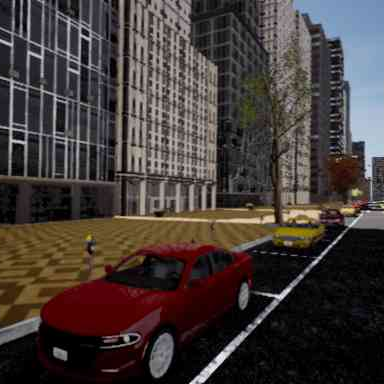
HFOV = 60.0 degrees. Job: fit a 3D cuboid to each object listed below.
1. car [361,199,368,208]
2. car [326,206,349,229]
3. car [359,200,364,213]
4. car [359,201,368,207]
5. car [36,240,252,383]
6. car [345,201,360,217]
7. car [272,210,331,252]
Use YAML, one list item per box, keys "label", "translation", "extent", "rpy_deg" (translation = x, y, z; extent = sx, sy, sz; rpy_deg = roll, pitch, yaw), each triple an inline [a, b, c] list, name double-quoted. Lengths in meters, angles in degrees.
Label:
- label: "car"
  translation: [39.740, 2.664, 77.388]
  extent: [2.192, 1.841, 5.009]
  rpy_deg: [1, -1, 29]
- label: "car"
  translation: [10.435, 1.964, 24.976]
  extent: [1.802, 1.307, 4.206]
  rpy_deg: [1, -1, 29]
- label: "car"
  translation: [23.934, 2.361, 49.119]
  extent: [1.887, 1.381, 4.507]
  rpy_deg: [1, -1, 29]
- label: "car"
  translation: [42.431, 3.008, 82.205]
  extent: [1.947, 1.339, 4.313]
  rpy_deg: [1, -1, 29]
- label: "car"
  translation: [-0.363, 1.588, 5.662]
  extent: [1.887, 1.381, 4.507]
  rpy_deg: [1, -1, 29]
- label: "car"
  translation: [18.452, 2.163, 39.314]
  extent: [1.752, 1.417, 4.829]
  rpy_deg: [1, -1, 29]
- label: "car"
  translation: [4.954, 1.734, 15.171]
  extent: [1.752, 1.417, 4.829]
  rpy_deg: [1, -1, 29]
